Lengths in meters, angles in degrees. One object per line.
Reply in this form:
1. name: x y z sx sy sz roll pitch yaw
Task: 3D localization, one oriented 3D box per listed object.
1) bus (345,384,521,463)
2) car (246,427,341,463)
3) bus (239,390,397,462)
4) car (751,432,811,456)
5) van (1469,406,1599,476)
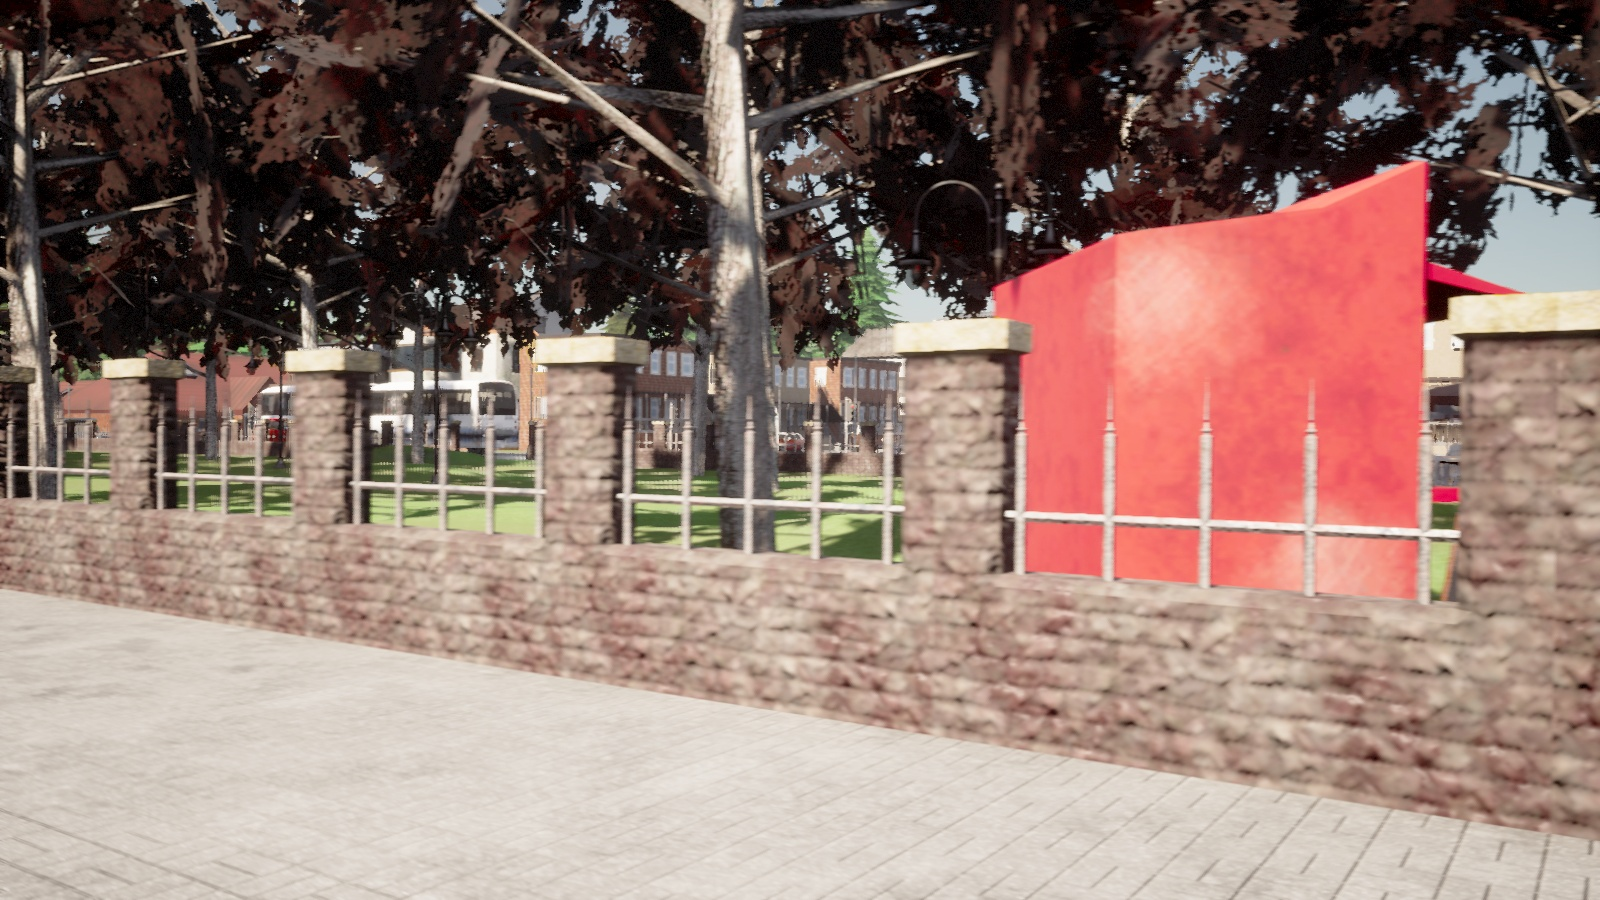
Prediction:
1. bus: -21.080 -1.435 71.828 10.273 4.253 3.944 0 1 34
2. car: -29.636 -0.283 73.381 5.566 2.045 2.150 0 1 30
3. bus: -30.332 -1.446 78.791 10.273 4.253 3.944 0 1 33
4. car: -1.210 -0.407 81.615 1.970 1.475 3.806 0 1 36
5. van: 23.029 -0.278 38.360 4.480 2.038 2.069 0 1 31
